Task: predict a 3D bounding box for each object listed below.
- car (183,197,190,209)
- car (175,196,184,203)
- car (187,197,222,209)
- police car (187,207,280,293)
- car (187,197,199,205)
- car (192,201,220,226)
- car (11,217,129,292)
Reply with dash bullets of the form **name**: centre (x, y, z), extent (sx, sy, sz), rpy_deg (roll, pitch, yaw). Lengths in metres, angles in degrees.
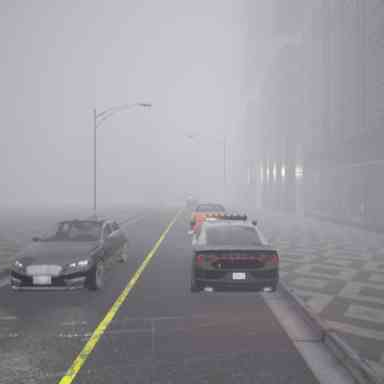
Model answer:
- **car**: centre (0.112, 1.667, 46.531), extent (1.895, 1.301, 4.718), rpy_deg (0, 0, 1)
- **car**: centre (-2.835, 1.706, 75.810), extent (2.033, 1.411, 5.357), rpy_deg (0, 0, 0)
- **car**: centre (0.938, 1.361, 18.898), extent (2.097, 1.767, 4.553), rpy_deg (0, 0, 0)
- **police car**: centre (0.917, 1.427, 9.037), extent (1.930, 1.638, 5.238), rpy_deg (0, 0, 0)
- **car**: centre (0.130, 1.600, 60.389), extent (2.128, 1.511, 4.902), rpy_deg (0, 0, 0)
- **car**: centre (0.952, 1.496, 24.928), extent (1.882, 1.535, 5.008), rpy_deg (0, 0, 0)
- **car**: centre (-2.983, 1.493, 9.087), extent (2.128, 1.511, 4.902), rpy_deg (0, 0, 0)
